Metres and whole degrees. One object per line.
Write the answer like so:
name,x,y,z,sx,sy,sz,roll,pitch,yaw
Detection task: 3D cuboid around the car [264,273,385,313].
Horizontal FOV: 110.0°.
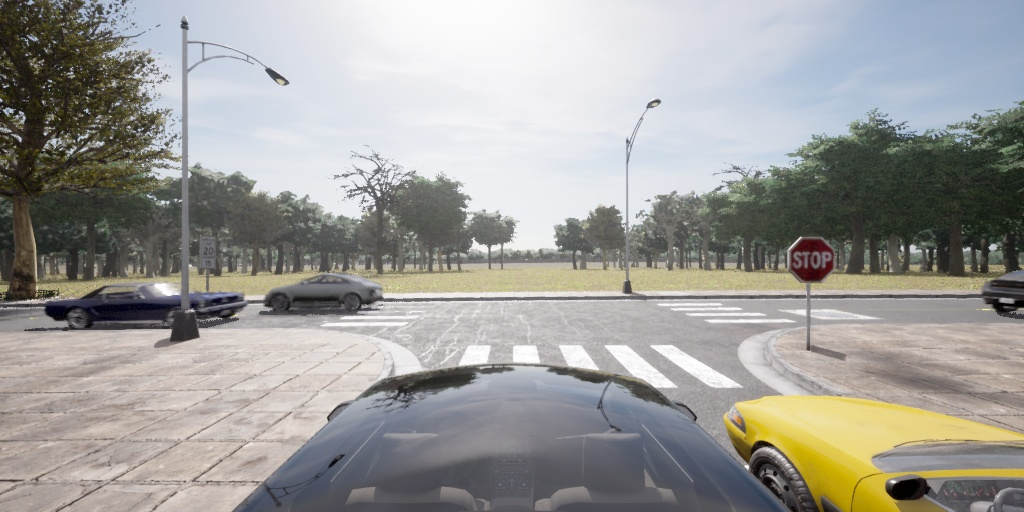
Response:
car,-7.253,1.374,14.085,4.181,1.385,1.994,-1,0,1

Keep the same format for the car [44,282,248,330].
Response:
car,-11.102,1.469,11.163,4.718,1.301,1.895,-1,0,1

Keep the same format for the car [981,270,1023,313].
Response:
car,17.517,1.104,10.921,4.892,1.490,1.837,0,0,0

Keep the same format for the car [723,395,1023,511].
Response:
car,2.634,1.275,1.081,1.751,1.417,4.829,0,0,0
